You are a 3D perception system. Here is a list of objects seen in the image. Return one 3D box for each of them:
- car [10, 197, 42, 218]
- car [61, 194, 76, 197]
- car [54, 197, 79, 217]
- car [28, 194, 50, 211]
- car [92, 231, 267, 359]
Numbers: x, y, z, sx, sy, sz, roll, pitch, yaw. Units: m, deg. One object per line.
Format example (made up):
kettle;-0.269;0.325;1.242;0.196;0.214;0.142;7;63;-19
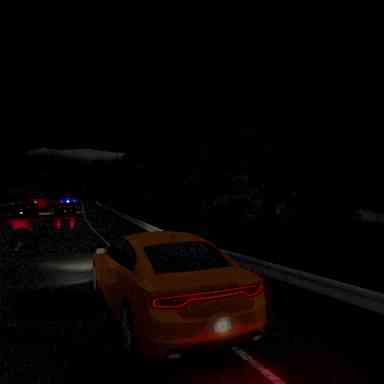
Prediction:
car;-15.108;1.505;30.147;1.837;1.490;4.892;0;0;-19
car;-15.353;1.221;41.433;2.150;2.045;5.566;0;0;-18
car;-11.933;1.491;31.535;2.128;1.511;4.902;0;0;-19
car;-18.519;1.221;40.041;2.150;2.045;5.566;0;0;-19
car;-0.658;1.478;6.299;1.882;1.535;5.008;0;0;-25
